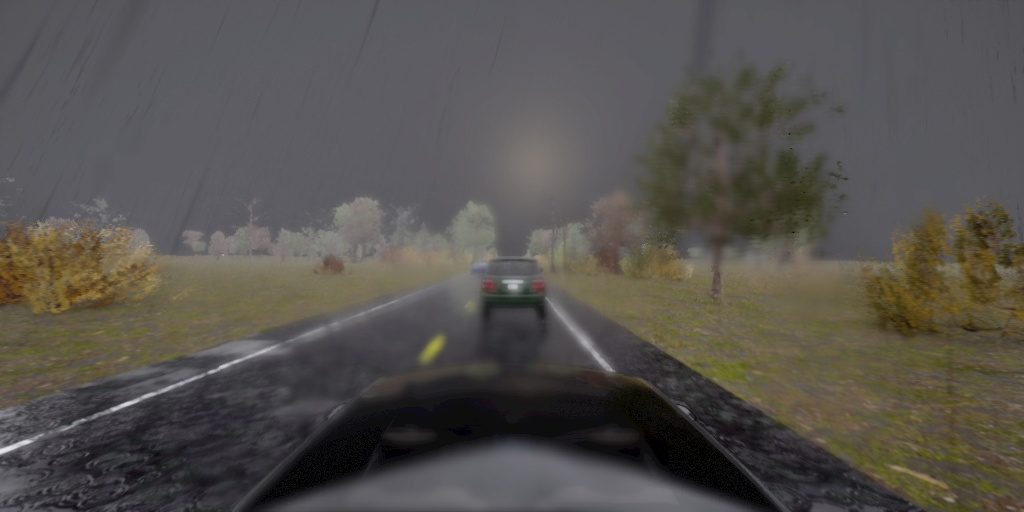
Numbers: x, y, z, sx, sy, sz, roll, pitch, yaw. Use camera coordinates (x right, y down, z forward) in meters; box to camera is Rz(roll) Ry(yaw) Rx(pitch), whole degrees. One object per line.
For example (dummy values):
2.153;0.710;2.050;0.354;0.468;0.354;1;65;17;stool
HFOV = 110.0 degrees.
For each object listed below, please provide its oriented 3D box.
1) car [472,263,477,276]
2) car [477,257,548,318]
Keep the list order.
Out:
-3.547;1.525;42.250;1.882;1.535;5.008;0;0;0;car
0.095;1.065;13.628;2.150;2.045;5.566;0;0;0;car
